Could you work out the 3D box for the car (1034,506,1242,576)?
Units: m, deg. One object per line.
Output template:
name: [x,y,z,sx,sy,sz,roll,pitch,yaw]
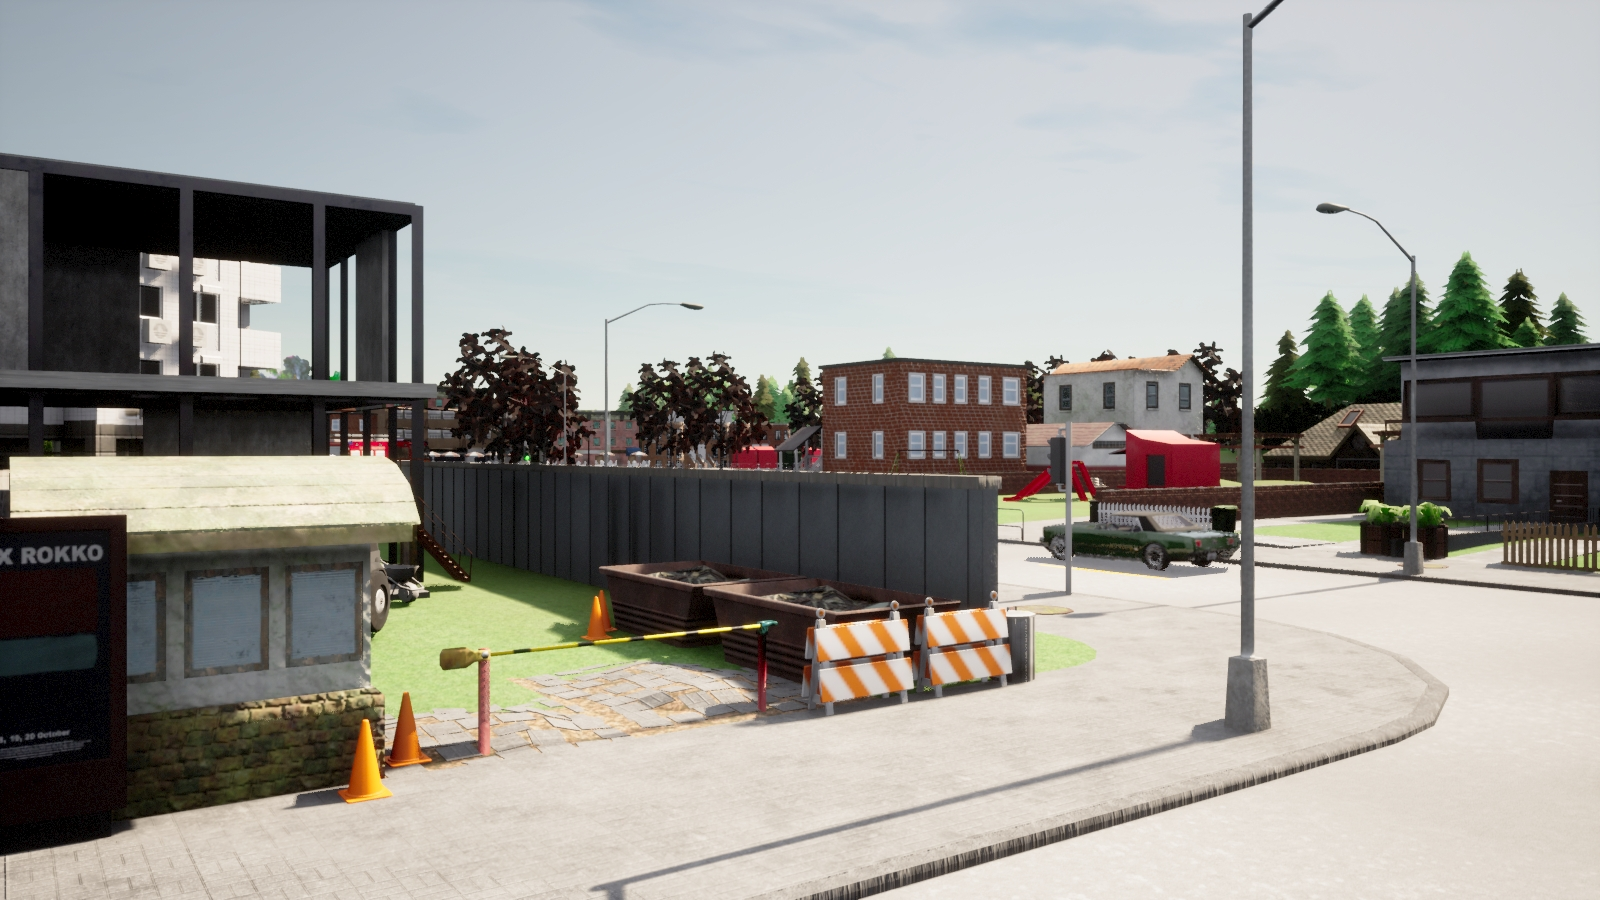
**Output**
car: [8.122,2.146,27.873,1.895,1.301,4.718,0,0,-35]
